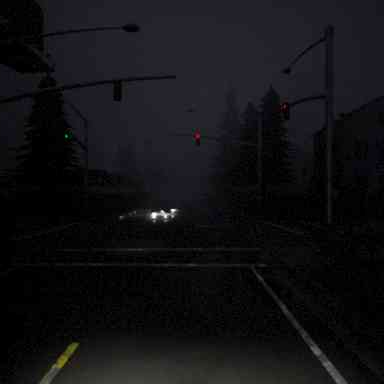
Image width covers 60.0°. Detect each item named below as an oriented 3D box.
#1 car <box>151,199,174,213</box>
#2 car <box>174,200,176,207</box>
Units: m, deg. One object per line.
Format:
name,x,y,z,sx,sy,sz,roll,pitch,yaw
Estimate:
car,-3.449,1.579,37.750,1.994,1.385,4.181,0,0,0
car,-3.401,1.620,48.320,1.895,1.301,4.718,0,0,0
